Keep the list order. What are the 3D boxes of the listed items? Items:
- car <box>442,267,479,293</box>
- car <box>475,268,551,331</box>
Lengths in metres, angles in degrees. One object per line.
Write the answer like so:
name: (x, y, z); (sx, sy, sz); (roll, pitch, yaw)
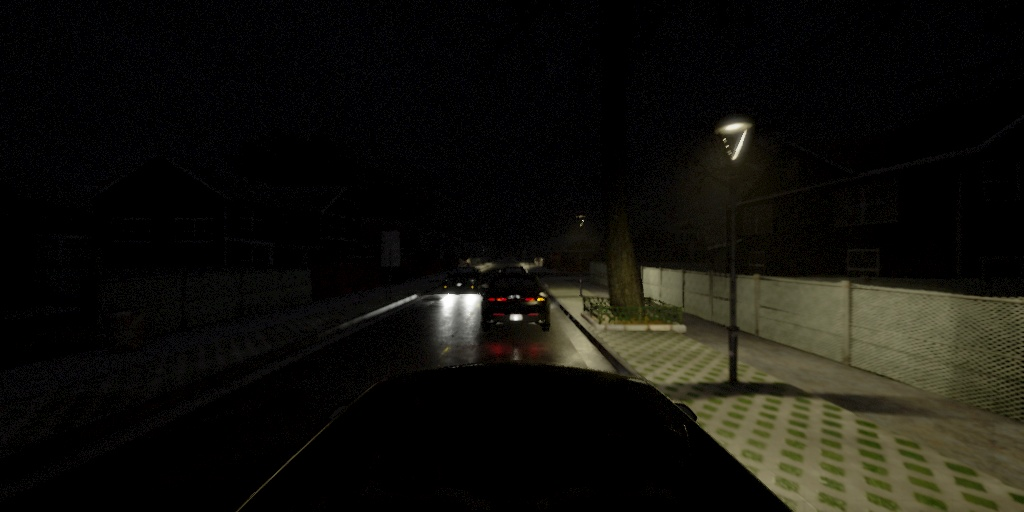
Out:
car: (-2.782, 1.334, 20.934); (1.994, 1.385, 4.181); (0, 0, 1)
car: (0.096, 1.263, 11.085); (1.837, 1.490, 4.892); (0, -1, 0)
